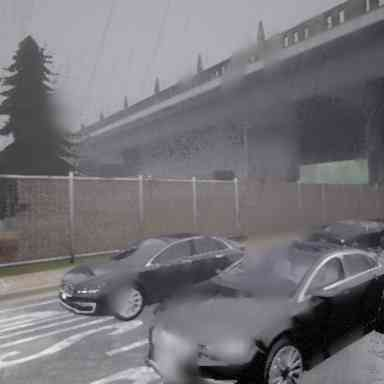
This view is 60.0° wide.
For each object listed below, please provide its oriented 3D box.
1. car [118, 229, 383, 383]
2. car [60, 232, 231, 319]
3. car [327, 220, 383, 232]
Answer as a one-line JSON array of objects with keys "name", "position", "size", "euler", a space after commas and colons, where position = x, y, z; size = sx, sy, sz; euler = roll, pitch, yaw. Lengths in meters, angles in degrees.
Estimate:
[{"name": "car", "position": [1.607, 1.625, 5.268], "size": [4.902, 1.511, 2.128], "euler": [0, -2, -39]}, {"name": "car", "position": [-0.594, 1.781, 8.017], "size": [4.892, 1.490, 1.837], "euler": [0, -2, -38]}, {"name": "car", "position": [6.593, 1.860, 13.807], "size": [4.718, 1.301, 1.895], "euler": [0, -2, -39]}]
